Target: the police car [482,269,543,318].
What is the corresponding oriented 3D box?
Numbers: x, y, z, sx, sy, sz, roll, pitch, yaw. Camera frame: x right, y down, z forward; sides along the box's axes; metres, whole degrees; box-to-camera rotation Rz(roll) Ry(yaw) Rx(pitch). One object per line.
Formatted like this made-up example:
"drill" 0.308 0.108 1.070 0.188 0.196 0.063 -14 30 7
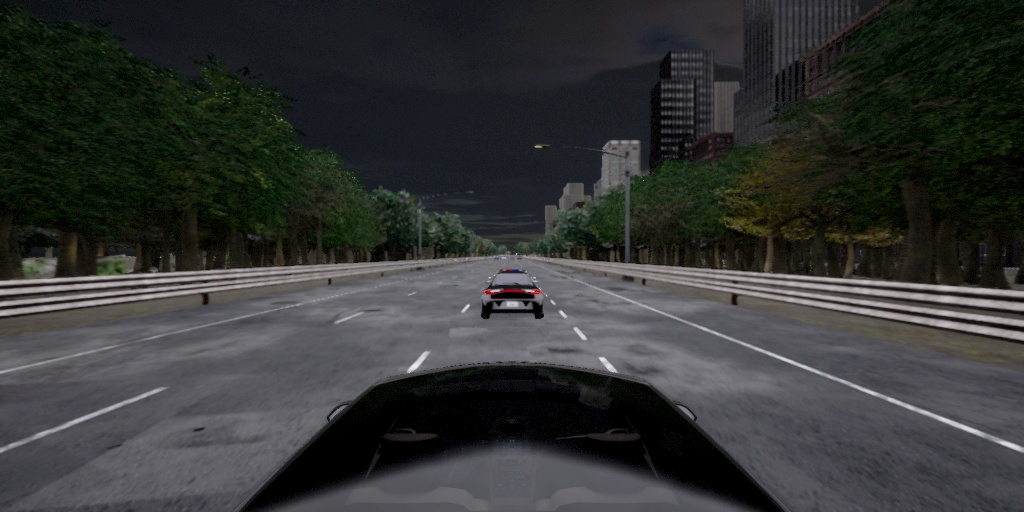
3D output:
"police car" 0.009 1.264 13.059 2.038 1.542 4.974 0 0 0
